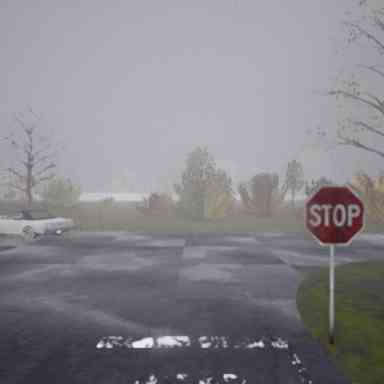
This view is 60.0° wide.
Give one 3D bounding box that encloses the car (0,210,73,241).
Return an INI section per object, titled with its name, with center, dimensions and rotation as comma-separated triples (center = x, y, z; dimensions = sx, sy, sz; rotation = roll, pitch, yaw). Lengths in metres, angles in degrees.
[car]
center = -8.325, 1.529, 16.236
dimensions = 4.718, 1.301, 1.895
rotation = 1, 0, 19
